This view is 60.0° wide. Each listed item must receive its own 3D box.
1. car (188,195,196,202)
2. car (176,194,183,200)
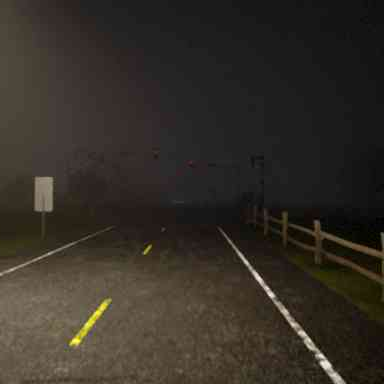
[{"bbox_3d":[-0.007,1.597,87.147,2.097,1.767,4.553,0,0,0],"label":"car"},{"bbox_3d":[-3.508,1.381,91.352,1.837,1.490,4.892,0,0,0],"label":"car"}]
